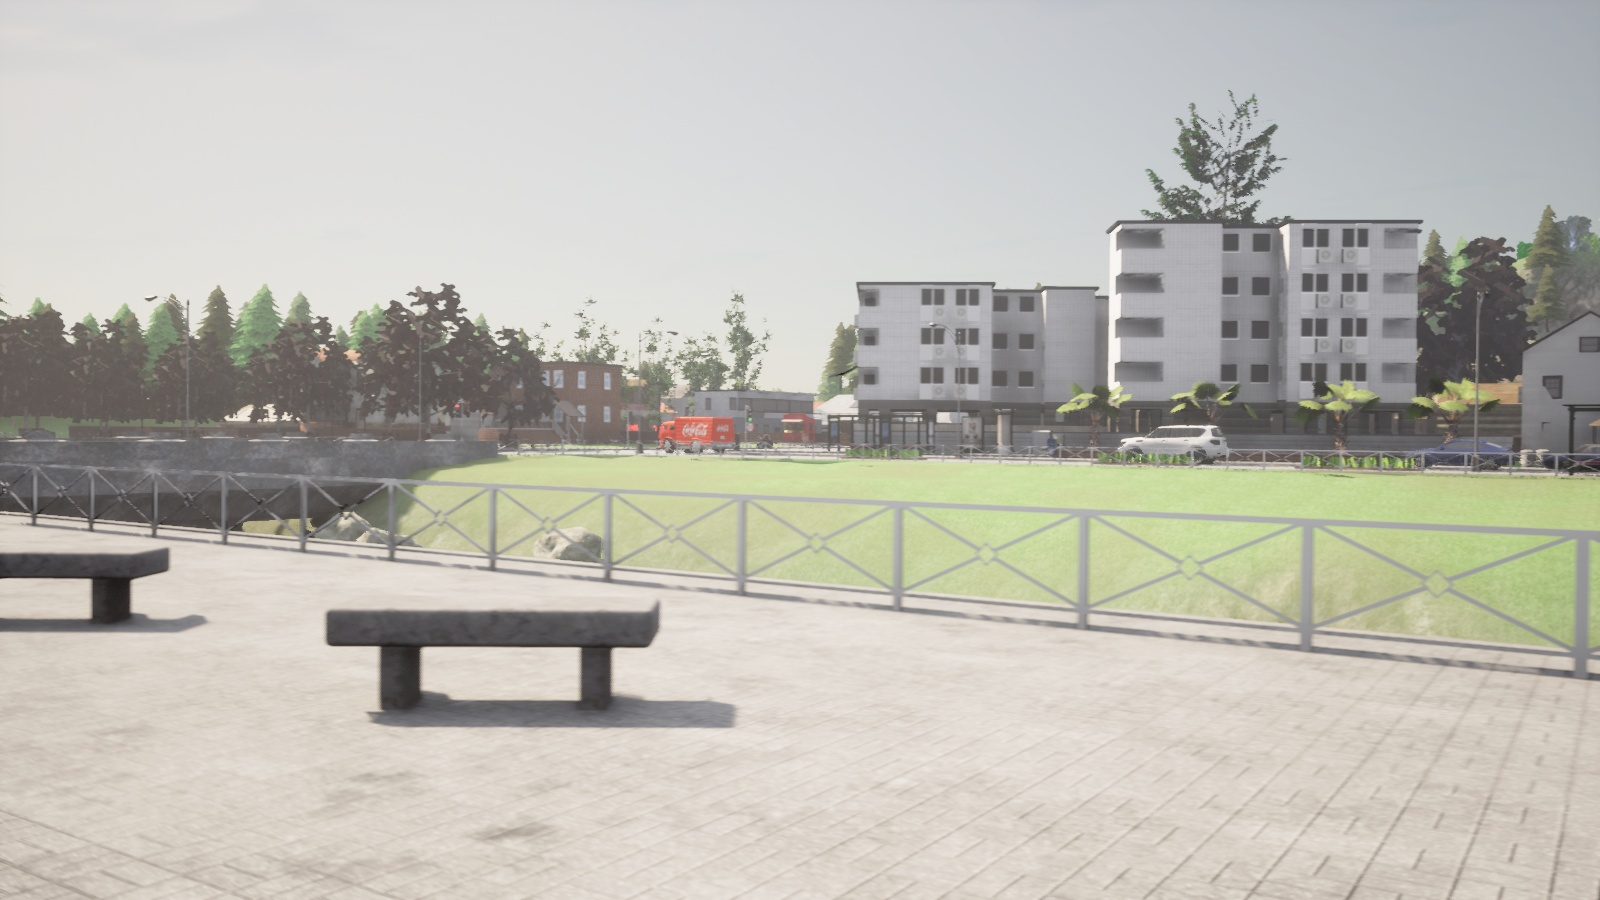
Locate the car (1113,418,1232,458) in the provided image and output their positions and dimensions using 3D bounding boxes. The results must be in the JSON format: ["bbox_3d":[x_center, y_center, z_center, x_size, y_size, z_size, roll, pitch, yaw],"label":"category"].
[{"bbox_3d":[19.383,-0.618,65.421,5.566,2.045,2.150,0,1,34],"label":"car"}]

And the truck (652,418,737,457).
[{"bbox_3d":[-7.007,-0.827,83.141,5.204,2.467,2.627,0,2,38],"label":"truck"}]

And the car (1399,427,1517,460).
[{"bbox_3d":[30.425,-0.311,58.088,4.674,1.442,1.812,0,1,34],"label":"car"}]

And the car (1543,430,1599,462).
[{"bbox_3d":[33.237,-0.171,51.418,4.718,1.301,1.895,0,1,34],"label":"car"}]
